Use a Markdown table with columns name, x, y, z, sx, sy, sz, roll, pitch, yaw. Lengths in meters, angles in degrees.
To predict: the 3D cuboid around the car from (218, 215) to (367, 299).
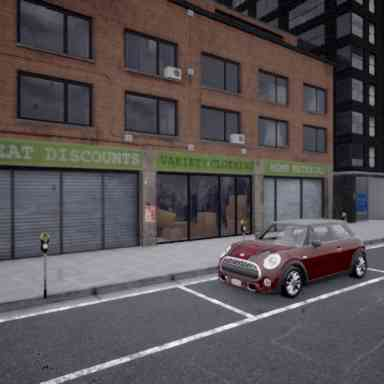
| name | x | y | z | sx | sy | sz | roll | pitch | yaw |
| --- | --- | --- | --- | --- | --- | --- | --- | --- | --- |
| car | 2.584 | 1.439 | 8.400 | 4.097 | 1.590 | 1.967 | 0 | 0 | -36 |
